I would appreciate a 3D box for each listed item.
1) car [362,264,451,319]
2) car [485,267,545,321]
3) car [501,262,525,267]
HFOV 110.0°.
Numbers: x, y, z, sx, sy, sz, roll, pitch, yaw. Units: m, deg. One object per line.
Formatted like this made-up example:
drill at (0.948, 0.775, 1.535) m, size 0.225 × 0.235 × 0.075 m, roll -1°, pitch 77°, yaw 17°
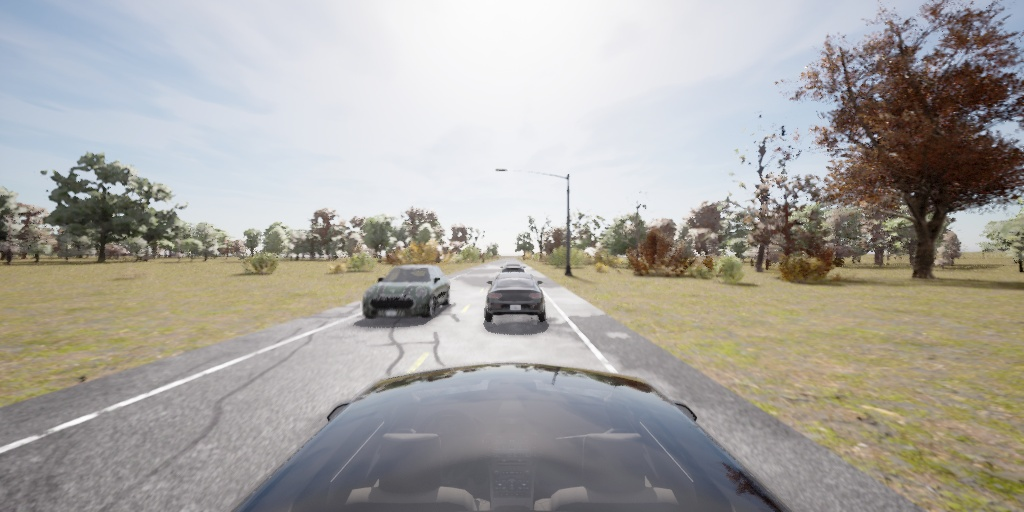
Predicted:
car at (-3.545, 1.103, 12.817) m, size 2.097 × 1.767 × 4.553 m, roll 0°, pitch 0°, yaw 0°
car at (0.101, 1.277, 12.345) m, size 1.812 × 1.442 × 4.674 m, roll 0°, pitch 0°, yaw 0°
car at (0.102, 1.259, 30.133) m, size 1.837 × 1.490 × 4.892 m, roll 0°, pitch 0°, yaw 0°
